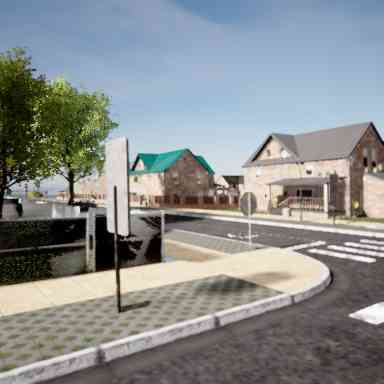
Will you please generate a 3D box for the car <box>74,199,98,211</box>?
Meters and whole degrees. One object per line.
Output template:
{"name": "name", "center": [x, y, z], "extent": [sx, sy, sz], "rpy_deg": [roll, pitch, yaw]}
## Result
{"name": "car", "center": [-12.705, 1.560, 39.819], "extent": [1.994, 1.385, 4.181], "rpy_deg": [-2, 1, -34]}
